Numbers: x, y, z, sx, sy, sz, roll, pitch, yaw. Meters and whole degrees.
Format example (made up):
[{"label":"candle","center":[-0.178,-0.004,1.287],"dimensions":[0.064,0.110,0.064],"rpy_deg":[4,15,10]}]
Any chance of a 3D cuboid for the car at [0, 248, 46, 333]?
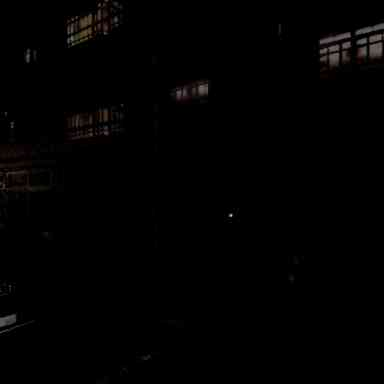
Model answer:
[{"label":"car","center":[-4.407,1.624,6.020],"dimensions":[4.403,1.369,2.008],"rpy_deg":[-1,0,36]}]
